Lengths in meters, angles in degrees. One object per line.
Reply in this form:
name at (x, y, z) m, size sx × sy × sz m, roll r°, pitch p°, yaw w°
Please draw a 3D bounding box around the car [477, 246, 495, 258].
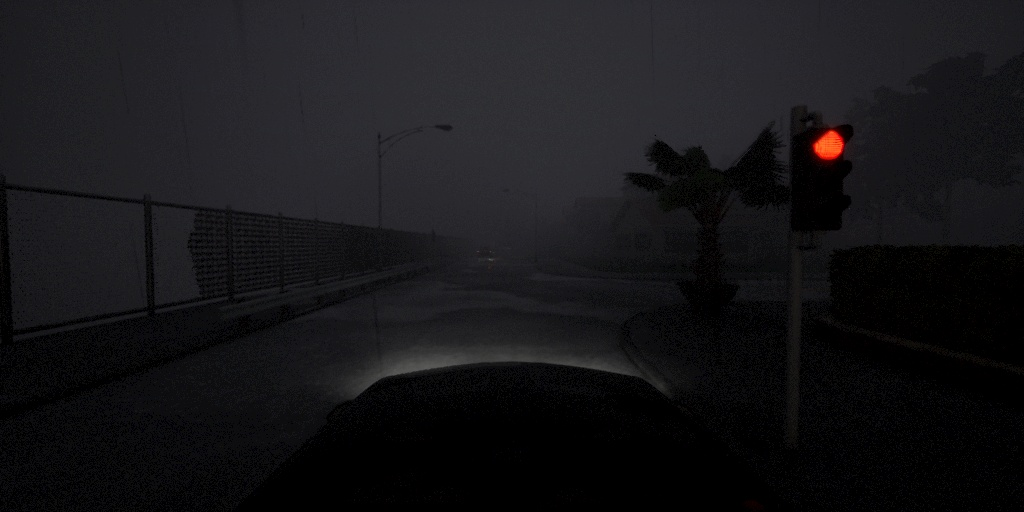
car at (-3.997, -0.666, 53.318) m, size 2.097 × 1.767 × 4.553 m, roll 0°, pitch 1°, yaw 0°
